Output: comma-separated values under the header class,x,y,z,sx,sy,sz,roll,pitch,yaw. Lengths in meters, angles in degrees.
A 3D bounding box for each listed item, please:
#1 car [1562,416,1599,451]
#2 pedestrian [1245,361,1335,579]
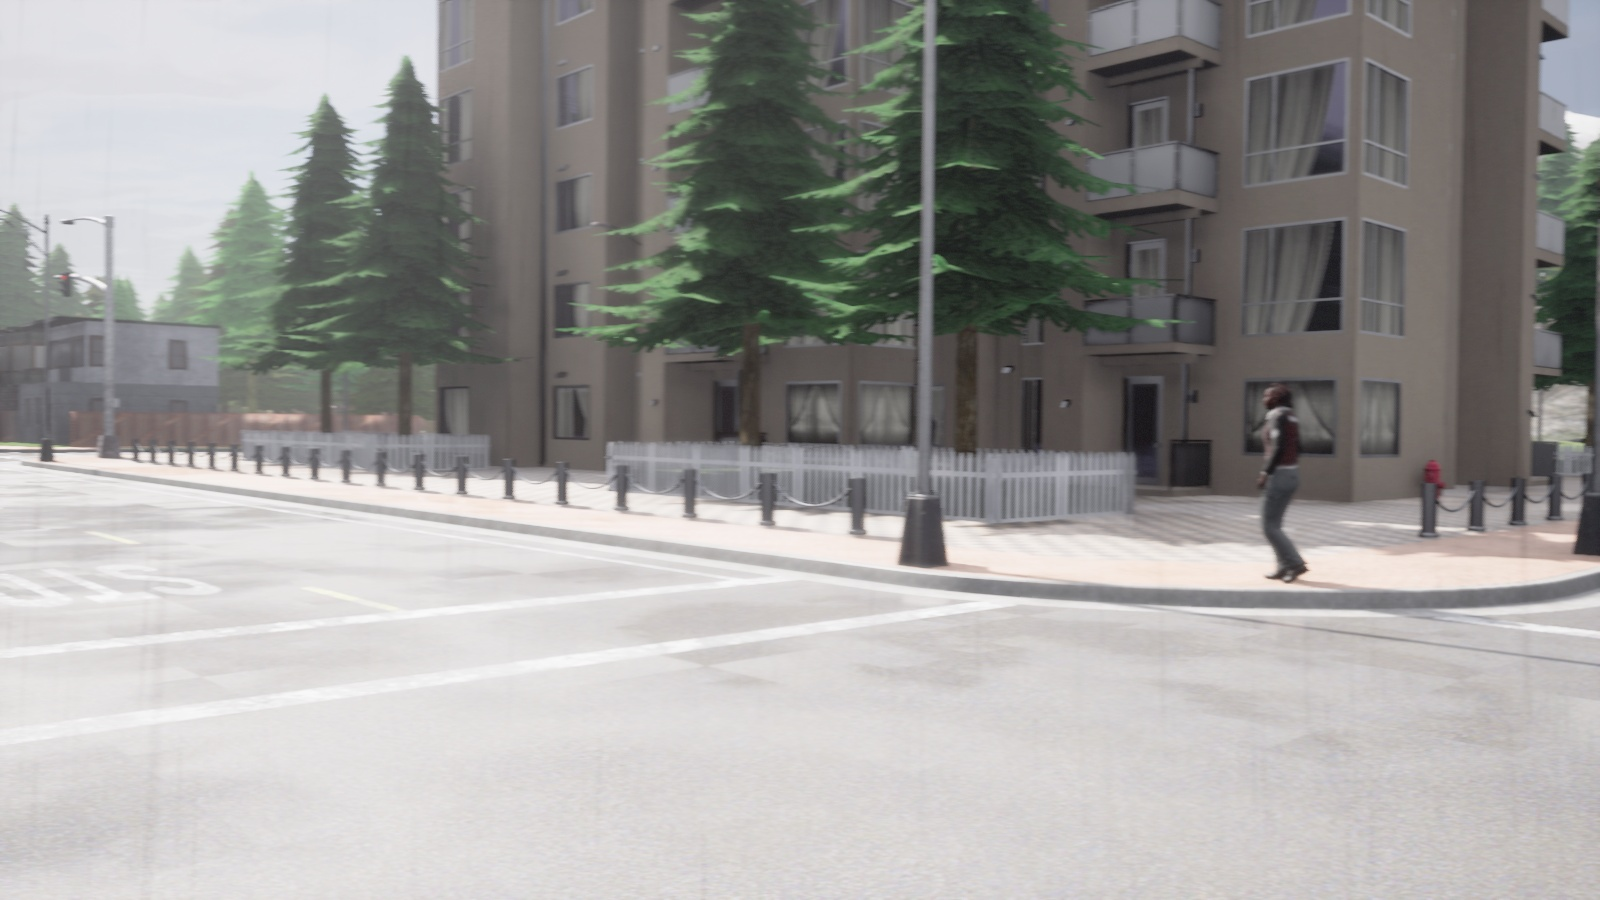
class,x,y,z,sx,sy,sz,roll,pitch,yaw
car,36.431,-0.726,55.291,2.007,1.525,4.514,-2,2,-42
pedestrian,4.466,0.174,11.451,0.666,1.930,0.402,0,1,39
